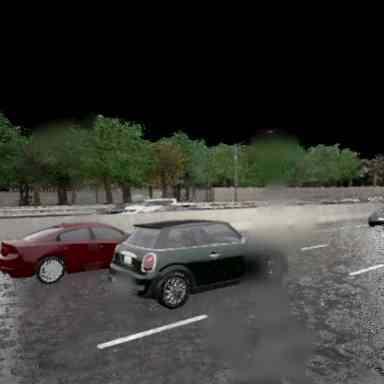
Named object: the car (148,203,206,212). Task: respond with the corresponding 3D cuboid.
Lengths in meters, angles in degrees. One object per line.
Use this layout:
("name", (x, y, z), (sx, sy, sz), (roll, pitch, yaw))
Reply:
("car", (-0.590, 1.845, 25.368), (4.892, 1.490, 1.837), (0, -1, -36))

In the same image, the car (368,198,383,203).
("car", (32.851, 1.834, 58.479), (5.008, 1.535, 1.882), (-1, 0, -36))

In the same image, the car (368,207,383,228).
("car", (13.863, 1.707, 22.753), (4.181, 1.385, 1.994), (0, -1, -36))

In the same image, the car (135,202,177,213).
("car", (-2.001, 1.876, 28.679), (5.008, 1.535, 1.882), (0, -1, -37))

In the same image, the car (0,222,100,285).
("car", (-3.059, 1.651, 10.210), (5.008, 1.535, 1.882), (0, -1, -37))

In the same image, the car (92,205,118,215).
("car", (-7.522, 2.025, 33.297), (4.892, 1.490, 1.837), (0, -1, -37))

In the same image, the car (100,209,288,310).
("car", (0.338, 1.464, 8.378), (4.553, 1.767, 2.097), (0, -1, -37))

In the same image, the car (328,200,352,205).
("car", (25.617, 2.048, 57.557), (4.718, 1.301, 1.895), (0, -1, -36))

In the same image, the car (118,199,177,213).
("car", (-3.792, 1.678, 31.713), (5.566, 2.045, 2.150), (0, -1, -37))
